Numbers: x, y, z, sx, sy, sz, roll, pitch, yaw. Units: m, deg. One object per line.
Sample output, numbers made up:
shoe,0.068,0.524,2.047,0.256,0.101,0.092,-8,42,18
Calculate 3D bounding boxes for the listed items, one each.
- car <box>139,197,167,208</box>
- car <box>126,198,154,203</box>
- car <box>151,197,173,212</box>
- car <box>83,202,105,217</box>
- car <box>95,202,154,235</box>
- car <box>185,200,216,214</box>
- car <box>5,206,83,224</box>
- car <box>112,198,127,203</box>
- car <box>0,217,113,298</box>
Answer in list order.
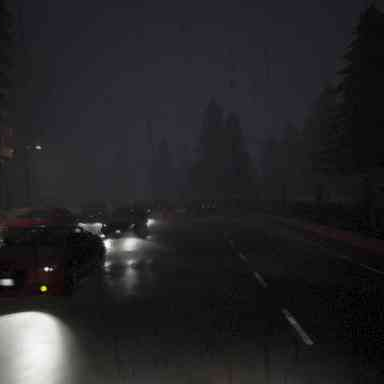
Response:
car,-5.681,1.501,47.938,1.812,1.442,4.674,0,0,-38
car,-4.653,1.511,29.414,1.812,1.442,4.674,0,0,-11
car,-3.819,1.582,37.867,1.895,1.301,4.718,0,0,-24
car,-7.795,1.512,26.821,1.812,1.442,4.674,0,0,-9
car,-3.619,1.538,18.896,2.033,1.411,5.357,0,0,0
car,0.824,1.529,35.885,2.033,1.411,5.357,0,0,-20
car,-7.143,1.470,16.147,1.882,1.535,5.008,0,0,-1
car,-9.381,1.524,47.041,2.033,1.411,5.357,0,0,-41
car,-3.587,1.560,8.430,1.994,1.385,4.181,0,0,0
